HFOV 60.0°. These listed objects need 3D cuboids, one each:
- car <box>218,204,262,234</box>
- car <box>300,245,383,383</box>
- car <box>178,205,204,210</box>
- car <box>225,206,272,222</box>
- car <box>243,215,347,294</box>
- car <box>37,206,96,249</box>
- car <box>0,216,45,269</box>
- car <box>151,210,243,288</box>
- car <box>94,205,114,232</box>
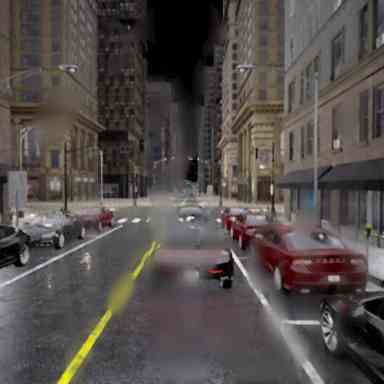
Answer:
[{"bbox_3d":[2.679,1.500,19.632,1.887,1.381,4.507,-1,0,0],"label":"car"},{"bbox_3d":[2.741,1.558,3.117,1.947,1.339,4.313,-1,0,0],"label":"car"},{"bbox_3d":[-0.067,1.463,18.245,1.837,1.490,4.892,0,0,0],"label":"car"},{"bbox_3d":[2.700,1.512,14.127,1.887,1.381,4.507,-1,0,0],"label":"car"},{"bbox_3d":[2.721,1.525,8.622,1.887,1.381,4.507,-1,0,0],"label":"car"},{"bbox_3d":[-5.825,1.518,14.095,2.008,1.369,4.403,-1,0,0],"label":"car"},{"bbox_3d":[-5.804,1.546,8.590,1.947,1.339,4.313,-1,0,0],"label":"car"},{"bbox_3d":[0.019,1.470,9.141,2.128,1.511,4.902,0,0,0],"label":"car"},{"bbox_3d":[-5.845,1.500,19.601,1.887,1.381,4.507,-1,0,0],"label":"car"}]
